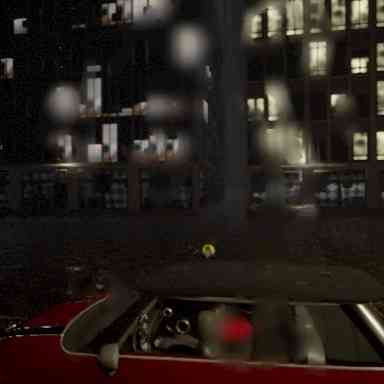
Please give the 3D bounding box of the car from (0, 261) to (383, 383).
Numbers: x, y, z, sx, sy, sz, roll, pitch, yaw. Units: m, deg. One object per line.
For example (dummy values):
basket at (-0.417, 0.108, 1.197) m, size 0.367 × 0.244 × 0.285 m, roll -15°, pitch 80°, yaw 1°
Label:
car at (-0.078, 1.427, 3.154) m, size 4.097 × 1.590 × 1.967 m, roll -1°, pitch 1°, yaw 10°
